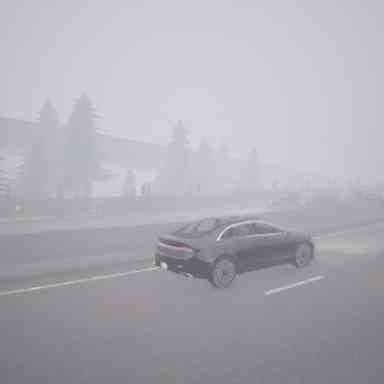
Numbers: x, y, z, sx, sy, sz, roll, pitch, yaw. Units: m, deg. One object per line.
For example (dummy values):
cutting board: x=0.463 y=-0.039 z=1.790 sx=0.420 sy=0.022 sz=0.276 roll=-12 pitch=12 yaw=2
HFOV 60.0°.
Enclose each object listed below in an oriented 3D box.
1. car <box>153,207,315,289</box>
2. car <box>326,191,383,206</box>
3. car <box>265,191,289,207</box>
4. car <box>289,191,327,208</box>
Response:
car: x=1.333 y=1.402 z=8.997 sx=4.902 sy=1.511 sz=2.128 roll=-2 pitch=1 yaw=-35
car: x=13.219 y=0.670 z=26.314 sx=4.902 sy=1.511 sz=2.128 roll=-3 pitch=2 yaw=-35
car: x=9.153 y=0.670 z=32.011 sx=4.902 sy=1.511 sz=2.128 roll=-3 pitch=2 yaw=-35
car: x=11.186 y=0.670 z=29.163 sx=4.902 sy=1.511 sz=2.128 roll=-3 pitch=2 yaw=-35
